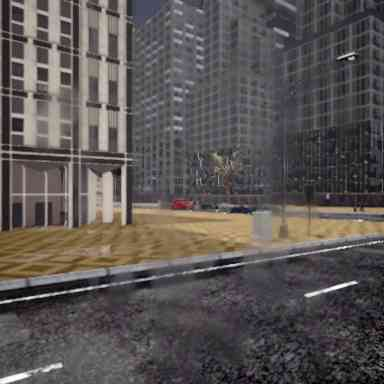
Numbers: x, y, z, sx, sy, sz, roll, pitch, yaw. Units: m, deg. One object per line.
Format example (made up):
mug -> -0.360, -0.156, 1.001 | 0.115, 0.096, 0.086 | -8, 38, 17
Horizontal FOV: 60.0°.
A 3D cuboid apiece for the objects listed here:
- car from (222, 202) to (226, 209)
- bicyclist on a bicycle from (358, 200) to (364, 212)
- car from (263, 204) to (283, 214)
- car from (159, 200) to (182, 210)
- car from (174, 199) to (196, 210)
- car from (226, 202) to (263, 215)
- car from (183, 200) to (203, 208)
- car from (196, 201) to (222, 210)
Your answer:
car -> 5.932, 2.687, 64.892 | 1.895, 1.301, 4.718 | 0, -1, -35
bicyclist on a bicycle -> 23.859, 1.993, 46.870 | 1.656, 1.620, 0.582 | 0, -1, -35
car -> 10.281, 2.367, 47.289 | 2.033, 1.411, 5.357 | 0, -1, -35
car -> -4.398, 2.726, 62.619 | 1.994, 1.385, 4.181 | 0, -1, -35
car -> -1.732, 2.368, 64.479 | 2.150, 2.045, 5.566 | 0, -1, -35
car -> 7.185, 2.395, 46.045 | 1.994, 1.385, 4.181 | 0, -1, -35
car -> 0.182, 2.601, 73.039 | 2.128, 1.511, 4.902 | 0, -1, -35
car -> 3.192, 2.653, 63.234 | 1.994, 1.385, 4.181 | 0, -1, -35
